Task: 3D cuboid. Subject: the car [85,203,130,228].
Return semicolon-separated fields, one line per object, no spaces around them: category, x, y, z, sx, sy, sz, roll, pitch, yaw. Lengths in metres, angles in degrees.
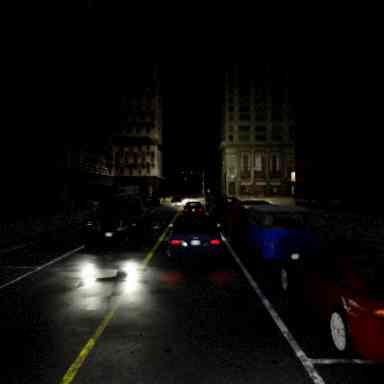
car;-5.647;1.540;22.849;1.887;1.381;4.507;0;0;0

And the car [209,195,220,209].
car;2.883;1.306;28.490;2.192;1.841;5.009;0;0;0

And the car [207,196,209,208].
car;2.891;1.427;34.139;1.967;1.590;4.097;0;0;0

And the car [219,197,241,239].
car;2.870;1.312;17.193;2.192;1.841;5.009;0;0;0

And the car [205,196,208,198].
car;2.905;1.554;45.437;1.802;1.307;4.206;0;0;0

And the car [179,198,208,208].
car;0.133;1.538;30.223;2.033;1.411;5.357;0;0;0

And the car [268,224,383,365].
car;2.857;1.544;5.896;1.887;1.381;4.507;0;0;0

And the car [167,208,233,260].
car;0.107;1.546;12.323;2.033;1.411;5.357;0;0;0

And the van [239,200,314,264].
van;2.863;1.339;11.544;1.690;1.788;3.998;0;0;0

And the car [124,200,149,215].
car;-5.633;1.569;34.147;1.802;1.307;4.206;0;0;0

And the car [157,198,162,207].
car;-5.614;1.530;51.095;1.947;1.339;4.313;0;0;0

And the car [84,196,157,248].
car;-3.083;1.220;15.094;2.150;2.045;5.566;0;0;0

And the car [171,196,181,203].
car;-2.928;1.506;64.536;1.994;1.385;4.181;0;0;0
